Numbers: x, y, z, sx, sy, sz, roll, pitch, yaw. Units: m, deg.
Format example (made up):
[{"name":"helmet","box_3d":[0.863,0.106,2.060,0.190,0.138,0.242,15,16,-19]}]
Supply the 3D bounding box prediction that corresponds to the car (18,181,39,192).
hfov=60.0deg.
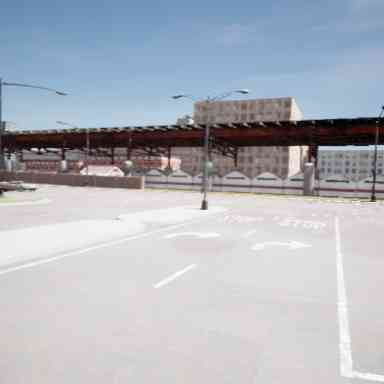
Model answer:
[{"name":"car","box_3d":[-22.245,-0.736,43.164,4.718,1.301,1.895,3,2,23]}]

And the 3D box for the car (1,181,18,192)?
[{"name":"car","box_3d":[-23.673,-0.670,39.966,4.718,1.301,1.895,3,2,23]}]
